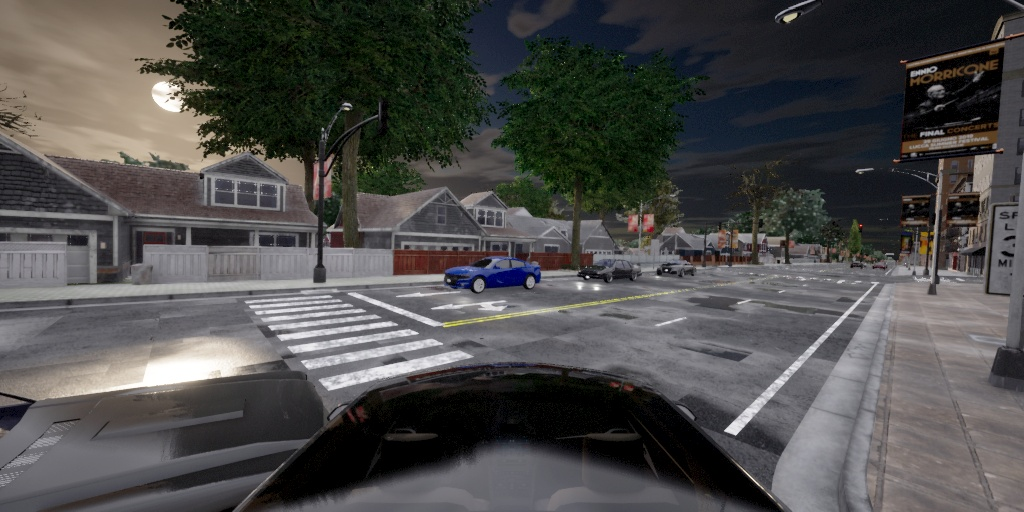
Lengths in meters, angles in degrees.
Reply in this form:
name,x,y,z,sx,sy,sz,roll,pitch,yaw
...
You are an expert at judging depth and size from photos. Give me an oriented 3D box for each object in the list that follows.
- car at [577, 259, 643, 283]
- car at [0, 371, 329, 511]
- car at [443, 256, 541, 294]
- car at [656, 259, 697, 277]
name,x,y,z,sx,sy,sz,roll,pitch,yaw
car,6.530,0.900,23.415,5.357,1.411,2.033,0,3,-43
car,-3.322,1.279,1.524,4.718,1.301,1.895,1,2,-33
car,-0.788,0.770,16.656,5.008,1.535,1.882,0,3,-43
car,13.879,0.980,30.175,4.181,1.385,1.994,0,3,-43
